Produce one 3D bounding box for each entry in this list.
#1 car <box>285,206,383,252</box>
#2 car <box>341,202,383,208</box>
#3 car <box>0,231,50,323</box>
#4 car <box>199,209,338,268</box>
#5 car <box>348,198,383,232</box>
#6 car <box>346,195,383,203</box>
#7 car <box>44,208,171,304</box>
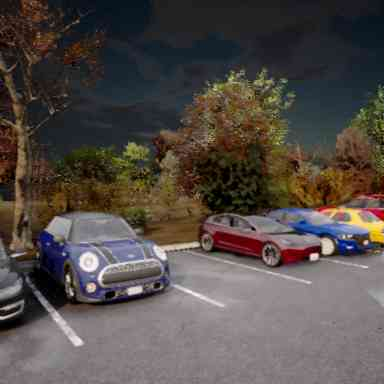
[{"bbox_3d":[4.398,1.425,13.207,2.097,1.535,5.008,0,0,-36],"label":"car"},{"bbox_3d":[6.458,1.408,14.898,1.946,1.575,5.366,0,0,-36],"label":"car"},{"bbox_3d":[-4.672,1.481,6.736,2.231,1.521,4.892,0,0,-36],"label":"car"},{"bbox_3d":[2.150,1.469,11.560,2.163,1.488,4.792,0,0,-35],"label":"car"},{"bbox_3d":[11.218,1.256,18.029,2.185,1.767,4.553,0,0,-36],"label":"car"},{"bbox_3d":[8.815,1.146,16.387,2.435,2.045,5.566,0,0,-36],"label":"car"},{"bbox_3d":[-2.419,1.341,8.374,2.185,1.767,4.553,0,0,-36],"label":"car"}]
